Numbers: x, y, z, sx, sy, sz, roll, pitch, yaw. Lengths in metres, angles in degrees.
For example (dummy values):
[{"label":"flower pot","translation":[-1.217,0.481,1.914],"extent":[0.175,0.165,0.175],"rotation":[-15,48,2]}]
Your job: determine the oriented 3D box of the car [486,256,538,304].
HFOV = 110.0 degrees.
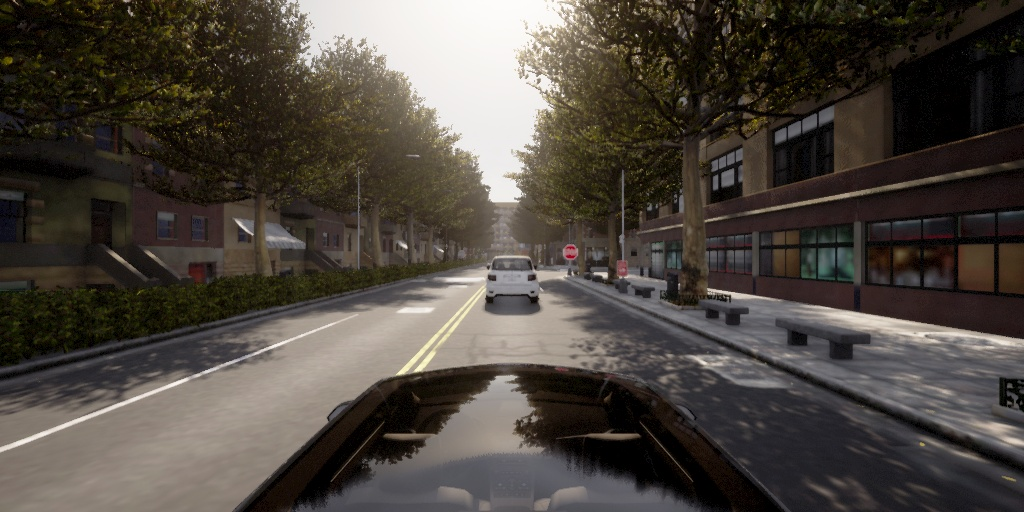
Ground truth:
[{"label":"car","translation":[0.000,1.007,16.530],"extent":[2.150,2.045,5.566],"rotation":[0,0,0]}]
